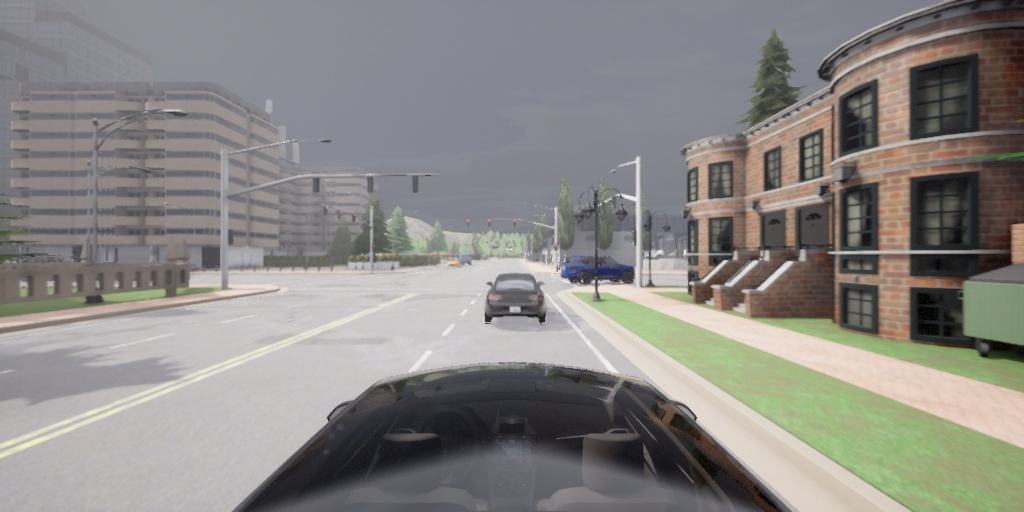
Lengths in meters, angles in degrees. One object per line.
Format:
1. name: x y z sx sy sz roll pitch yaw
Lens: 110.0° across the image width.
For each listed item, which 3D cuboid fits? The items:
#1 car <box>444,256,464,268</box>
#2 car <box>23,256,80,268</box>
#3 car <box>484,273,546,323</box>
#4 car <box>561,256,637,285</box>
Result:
1. car: -10.326 1.316 63.955 1.882 1.535 5.008 0 0 1
2. car: -37.354 1.005 29.899 5.566 2.045 2.150 0 0 0
3. car: 0.104 1.291 12.038 1.812 1.442 4.674 0 0 1
4. car: 6.385 1.007 26.135 5.566 2.045 2.150 0 -2 -11
